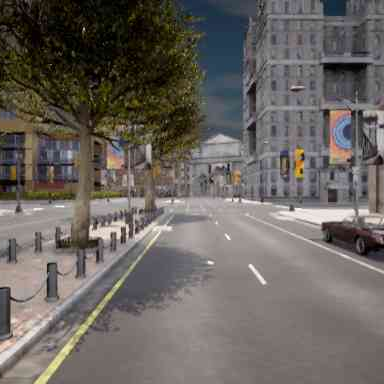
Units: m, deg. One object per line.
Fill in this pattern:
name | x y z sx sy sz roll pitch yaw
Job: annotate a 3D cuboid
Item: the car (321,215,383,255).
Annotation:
car | 6.749 1.561 12.948 1.895 1.301 4.718 0 0 0
